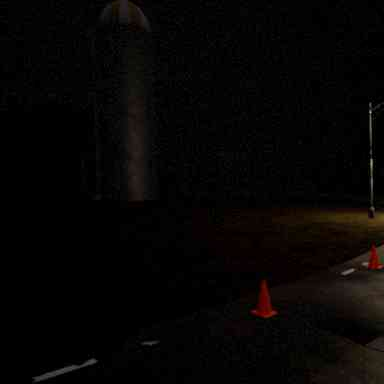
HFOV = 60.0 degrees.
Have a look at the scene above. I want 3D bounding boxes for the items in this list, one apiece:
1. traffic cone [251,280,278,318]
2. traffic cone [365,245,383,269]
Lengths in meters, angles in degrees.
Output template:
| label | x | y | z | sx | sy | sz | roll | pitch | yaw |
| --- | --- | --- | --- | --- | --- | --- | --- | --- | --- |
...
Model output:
| label | x | y | z | sx | sy | sz | roll | pitch | yaw |
| --- | --- | --- | --- | --- | --- | --- | --- | --- | --- |
| traffic cone | 1.282 | 1.854 | 5.901 | 0.340 | 0.580 | 0.340 | -2 | 1 | -38 |
| traffic cone | 4.919 | 1.738 | 8.999 | 0.340 | 0.580 | 0.340 | -2 | 1 | -43 |
